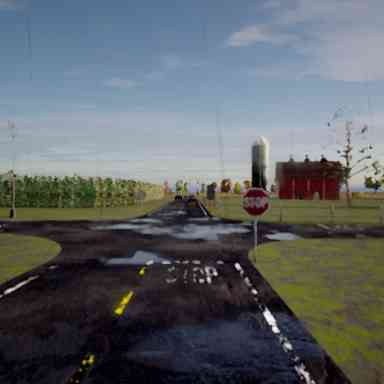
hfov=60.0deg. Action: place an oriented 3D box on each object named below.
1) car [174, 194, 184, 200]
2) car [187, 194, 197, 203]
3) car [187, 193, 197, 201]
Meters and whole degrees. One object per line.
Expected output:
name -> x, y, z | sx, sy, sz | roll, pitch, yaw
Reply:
car -> -2.737, 1.103, 71.276 | 1.994, 1.385, 4.181 | 0, 0, 0
car -> 0.013, 1.439, 66.666 | 1.837, 1.490, 4.892 | 0, 0, 0
car -> 0.012, 1.218, 77.070 | 2.097, 1.767, 4.553 | 0, 0, 0
